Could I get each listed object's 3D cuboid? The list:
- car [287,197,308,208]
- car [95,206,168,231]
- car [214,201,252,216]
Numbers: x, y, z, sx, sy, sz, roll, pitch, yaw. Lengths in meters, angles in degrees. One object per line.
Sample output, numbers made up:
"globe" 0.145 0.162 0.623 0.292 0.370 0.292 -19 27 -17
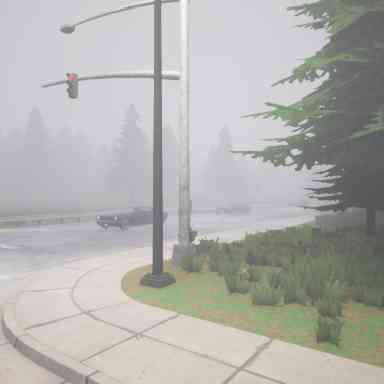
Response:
"car" 15.152 1.510 47.339 1.812 1.442 4.674 0 0 37
"car" -3.687 1.574 20.894 1.895 1.301 4.718 0 0 35
"car" 4.022 1.574 32.035 1.895 1.301 4.718 0 0 35
